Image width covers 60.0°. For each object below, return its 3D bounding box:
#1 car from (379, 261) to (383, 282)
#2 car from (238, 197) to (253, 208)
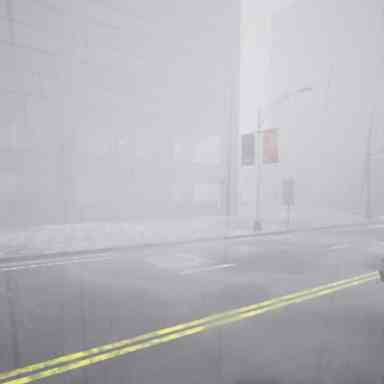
[{"bbox_3d":[6.710,1.596,8.241,5.357,1.411,2.033,0,0,-36],"label":"car"},{"bbox_3d":[6.377,1.477,46.661,1.882,1.535,5.008,1,0,-36],"label":"car"}]
